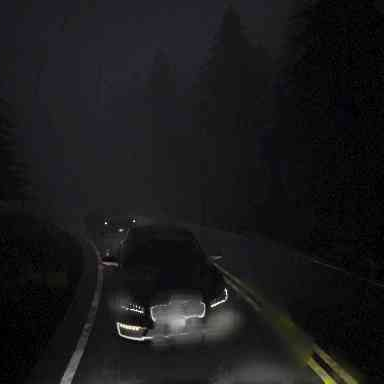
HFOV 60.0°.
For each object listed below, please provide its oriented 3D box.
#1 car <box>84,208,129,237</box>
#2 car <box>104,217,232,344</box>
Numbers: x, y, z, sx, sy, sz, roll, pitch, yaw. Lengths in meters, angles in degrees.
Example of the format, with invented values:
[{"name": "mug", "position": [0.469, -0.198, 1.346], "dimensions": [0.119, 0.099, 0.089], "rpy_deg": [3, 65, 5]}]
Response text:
[{"name": "car", "position": [-4.628, 1.610, 18.535], "dimensions": [1.895, 1.301, 4.718], "rpy_deg": [-3, 1, -29]}, {"name": "car", "position": [-0.643, 1.494, 6.793], "dimensions": [1.837, 1.490, 4.892], "rpy_deg": [-1, 0, -11]}]
